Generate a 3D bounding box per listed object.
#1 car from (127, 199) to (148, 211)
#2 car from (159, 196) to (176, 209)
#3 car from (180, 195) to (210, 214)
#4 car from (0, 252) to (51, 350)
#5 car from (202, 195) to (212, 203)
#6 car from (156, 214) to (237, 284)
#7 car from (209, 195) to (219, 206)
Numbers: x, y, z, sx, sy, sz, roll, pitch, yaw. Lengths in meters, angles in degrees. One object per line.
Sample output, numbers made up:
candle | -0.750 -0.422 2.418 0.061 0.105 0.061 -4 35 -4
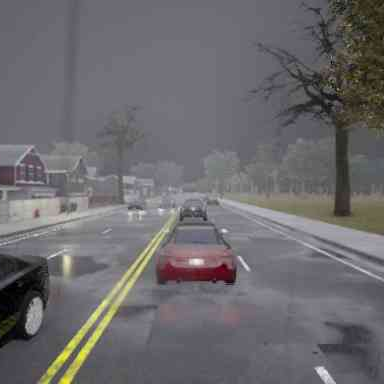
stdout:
car | -6.601 1.516 40.843 2.033 1.411 5.357 0 0 0
car | -3.340 1.316 45.396 2.097 1.767 4.553 0 0 0
car | 0.095 1.334 27.269 2.097 1.767 4.553 0 0 0
car | -3.353 1.475 3.680 1.882 1.535 5.008 0 0 0
car | 3.235 1.436 71.133 1.837 1.490 4.892 0 0 0
car | 0.099 1.558 9.567 1.994 1.385 4.181 0 0 0
car | 3.340 1.480 54.408 1.812 1.442 4.674 0 0 0
